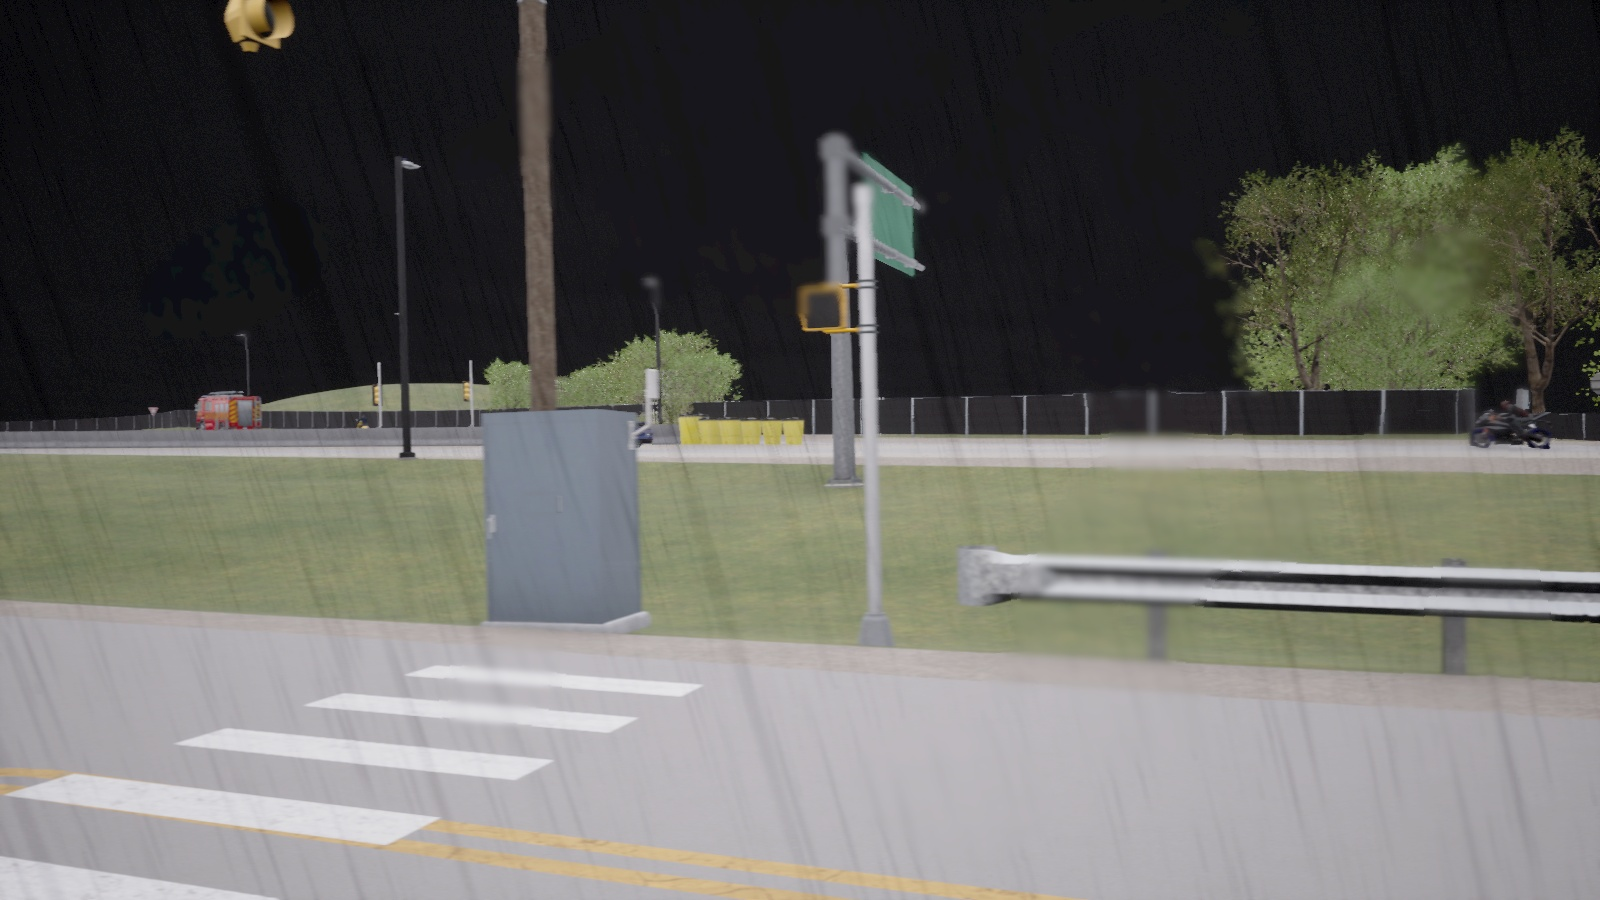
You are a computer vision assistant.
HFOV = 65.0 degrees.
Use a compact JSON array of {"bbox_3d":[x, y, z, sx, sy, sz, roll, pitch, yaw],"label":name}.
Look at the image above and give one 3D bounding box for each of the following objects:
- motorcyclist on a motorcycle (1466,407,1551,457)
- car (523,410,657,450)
[{"bbox_3d":[22.268,-0.565,39.516,2.191,1.530,0.866,0,1,20],"label":"motorcyclist on a motorcycle"},{"bbox_3d":[-8.406,-0.806,50.323,5.008,1.535,1.882,0,1,19],"label":"car"}]
